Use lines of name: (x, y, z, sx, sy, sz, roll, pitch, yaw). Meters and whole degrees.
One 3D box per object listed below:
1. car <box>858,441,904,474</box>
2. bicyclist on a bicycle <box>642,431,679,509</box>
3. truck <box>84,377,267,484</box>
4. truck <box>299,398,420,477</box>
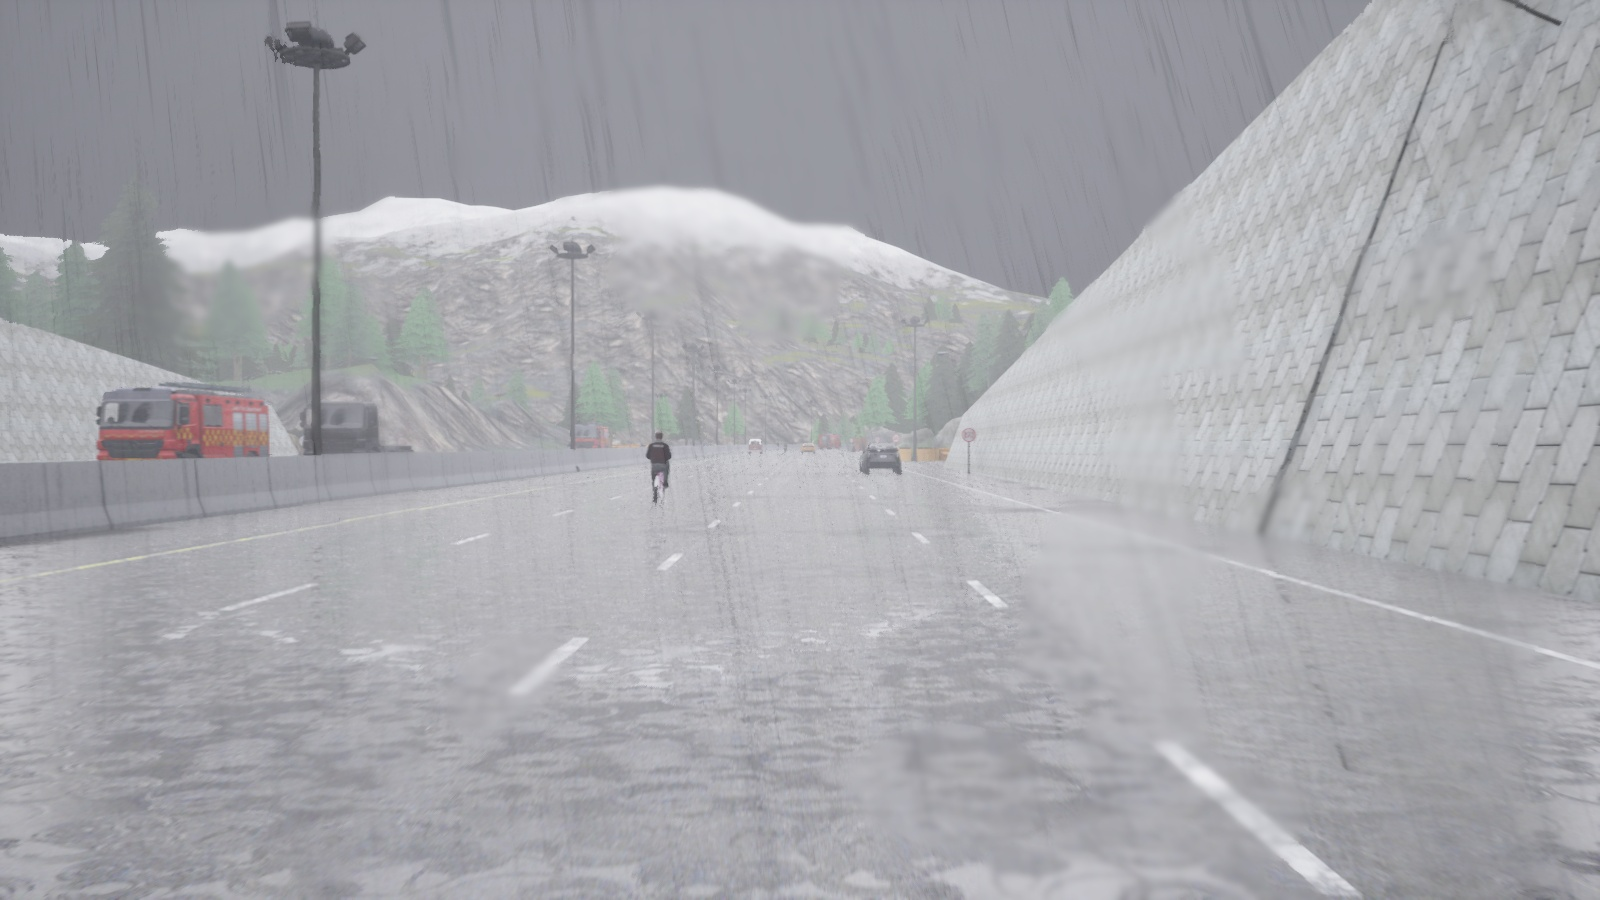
car: (3.911, 0.351, 61.208, 2.007, 1.525, 4.514, 0, 0, 0)
bicyclist on a bicycle: (-3.293, 0.447, 29.731, 0.659, 1.776, 1.843, 0, 1, 0)
truck: (-24.166, -0.715, 49.221, 2.891, 3.827, 8.468, 0, 0, 0)
truck: (-20.601, -0.586, 59.292, 2.891, 3.462, 7.936, 0, 0, 0)
